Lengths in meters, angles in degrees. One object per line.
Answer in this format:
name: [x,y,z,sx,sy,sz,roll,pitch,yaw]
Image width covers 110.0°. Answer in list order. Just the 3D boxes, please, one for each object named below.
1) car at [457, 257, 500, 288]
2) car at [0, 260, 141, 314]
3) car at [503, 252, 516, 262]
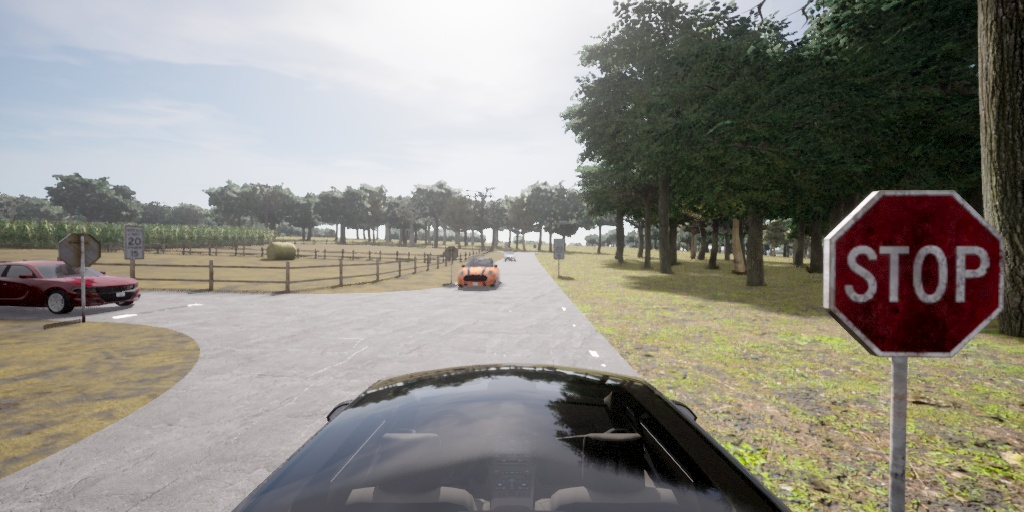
car: [-1.881,0.874,21.442,2.097,1.767,4.553,0,1,2]
car: [-14.851,0.903,11.489,5.008,1.535,1.882,1,1,4]
car: [-0.376,0.073,57.933,1.812,1.442,4.674,0,2,2]
